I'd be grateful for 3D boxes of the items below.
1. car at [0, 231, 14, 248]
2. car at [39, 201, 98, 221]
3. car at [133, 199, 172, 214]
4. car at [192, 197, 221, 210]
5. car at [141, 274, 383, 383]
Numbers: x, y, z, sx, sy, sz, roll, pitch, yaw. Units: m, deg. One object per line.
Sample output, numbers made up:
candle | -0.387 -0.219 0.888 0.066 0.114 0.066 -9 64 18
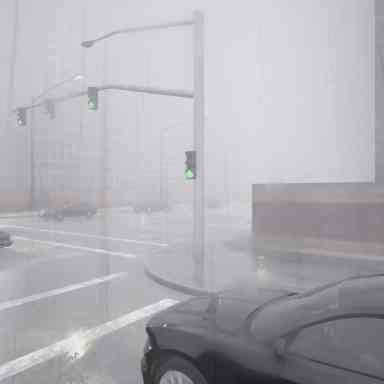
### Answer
car | -8.804 1.547 10.664 2.033 1.411 5.357 0 0 35
car | -10.099 1.492 27.428 2.128 1.511 4.902 0 0 34
car | -4.172 1.505 35.566 1.837 1.490 4.892 0 0 36
car | 1.997 1.478 44.022 1.882 1.535 5.008 0 0 36
car | 1.741 1.478 2.764 5.008 1.535 1.882 0 0 37
